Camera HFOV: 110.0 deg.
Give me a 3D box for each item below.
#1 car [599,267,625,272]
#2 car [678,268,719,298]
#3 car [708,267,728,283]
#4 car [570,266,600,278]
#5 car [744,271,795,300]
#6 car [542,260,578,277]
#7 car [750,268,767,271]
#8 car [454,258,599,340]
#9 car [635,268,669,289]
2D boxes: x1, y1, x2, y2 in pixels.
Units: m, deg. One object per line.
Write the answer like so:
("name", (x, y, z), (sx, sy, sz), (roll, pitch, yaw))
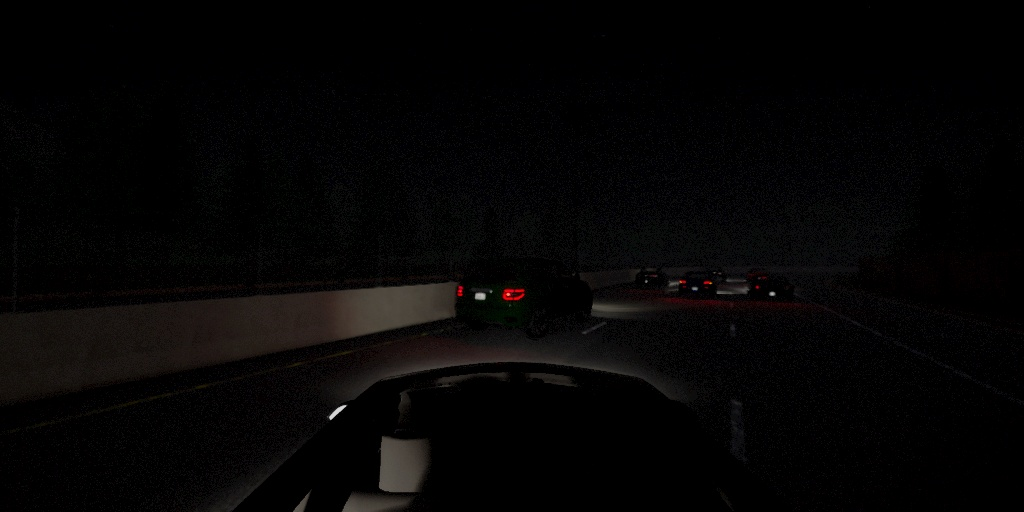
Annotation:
("car", (12.322, 1.983, 43.065), (1.895, 1.301, 4.718), (0, -1, 37))
("car", (11.039, 1.619, 21.267), (1.812, 1.442, 4.674), (0, -1, 31))
("car", (19.901, 1.839, 35.206), (2.128, 1.511, 4.902), (0, -1, 35))
("car", (9.193, 1.977, 44.709), (1.895, 1.301, 4.718), (0, -1, 36))
("car", (14.732, 1.717, 20.610), (1.895, 1.301, 4.718), (0, -1, 31))
("car", (6.317, 1.603, 46.703), (2.150, 2.045, 5.566), (0, -1, 36))
("car", (23.668, 1.894, 34.489), (1.812, 1.442, 4.674), (0, -1, 36))
("car", (0.634, 1.093, 10.829), (2.150, 2.045, 5.566), (0, -1, 31))
("car", (10.932, 1.667, 27.842), (2.128, 1.511, 4.902), (0, -1, 31))
